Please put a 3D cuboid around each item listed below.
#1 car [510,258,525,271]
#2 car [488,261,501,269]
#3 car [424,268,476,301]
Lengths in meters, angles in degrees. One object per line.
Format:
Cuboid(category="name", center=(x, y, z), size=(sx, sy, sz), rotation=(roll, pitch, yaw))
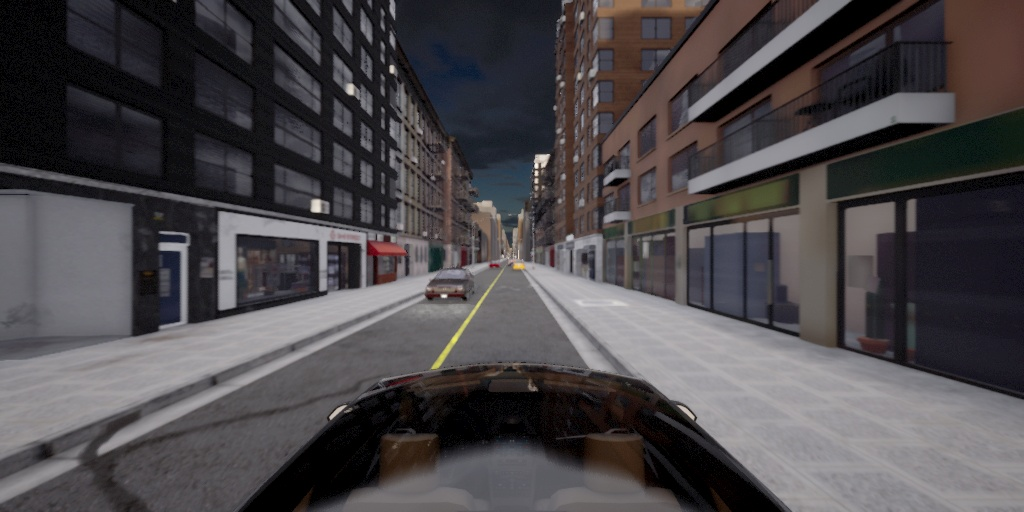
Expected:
Cuboid(category="car", center=(0.967, 1.284, 51.504), size=(1.801, 1.575, 5.366), rotation=(0, 0, 0))
Cuboid(category="car", center=(-2.795, 1.446, 58.345), size=(1.895, 1.301, 4.718), rotation=(0, 0, 1))
Cuboid(category="car", center=(-2.849, 1.310, 17.723), size=(2.033, 1.411, 5.357), rotation=(0, 0, 0))
